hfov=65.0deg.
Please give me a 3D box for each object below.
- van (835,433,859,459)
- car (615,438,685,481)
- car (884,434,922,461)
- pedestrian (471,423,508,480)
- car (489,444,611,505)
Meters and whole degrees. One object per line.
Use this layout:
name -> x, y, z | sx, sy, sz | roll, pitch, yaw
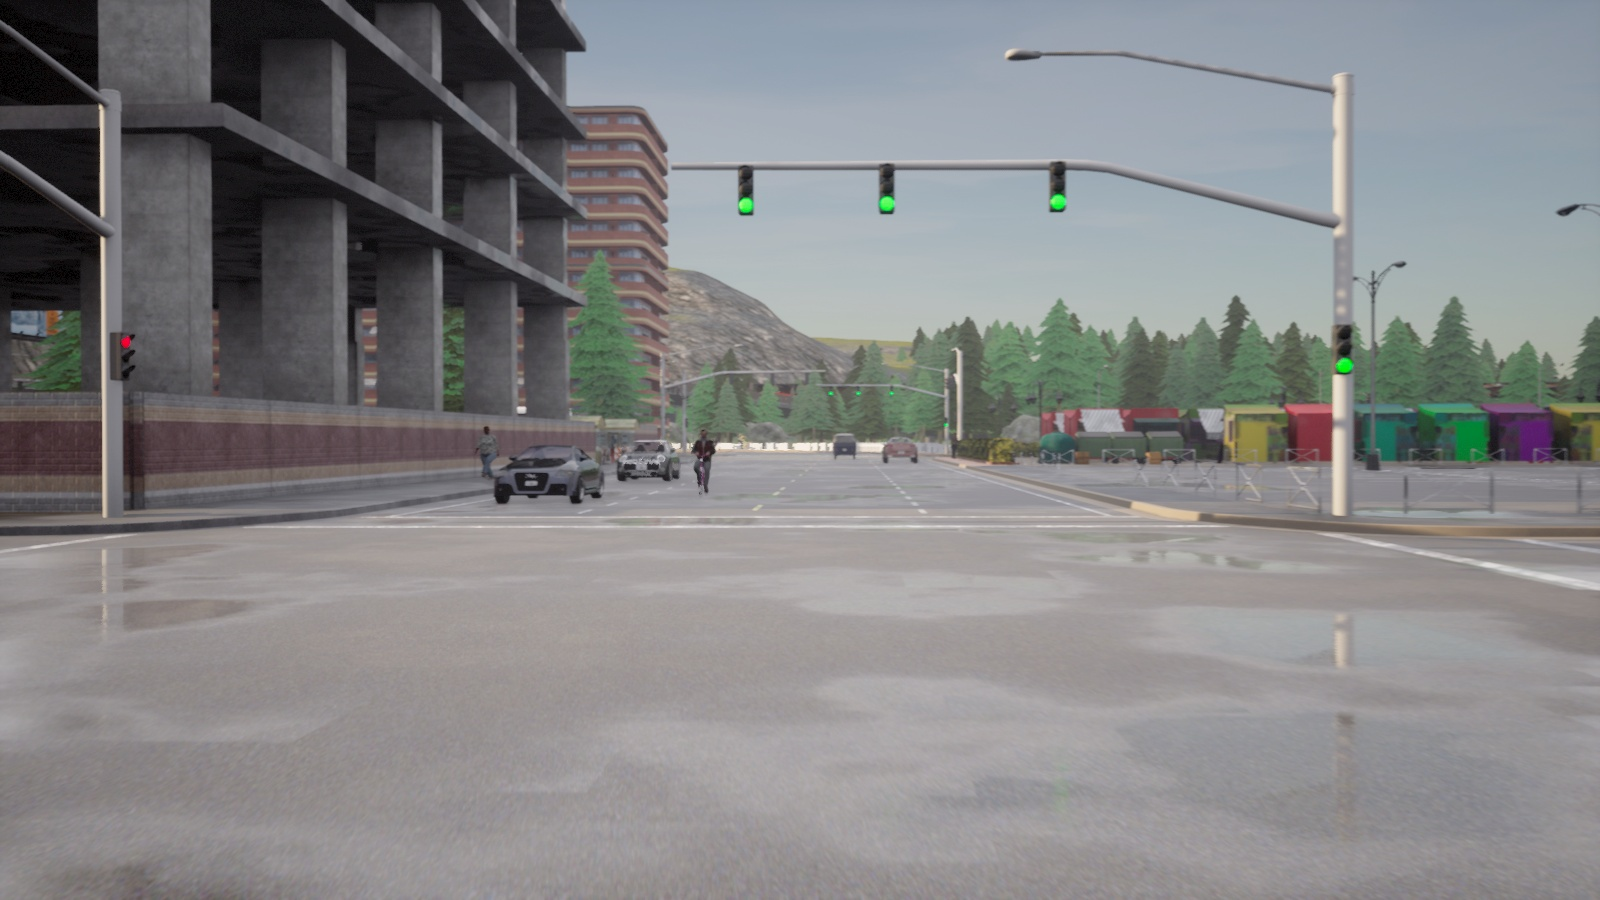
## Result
van -> 3.646, -0.314, 96.731 | 1.775, 1.987, 4.442 | 0, 0, 2
car -> -5.396, 0.314, 45.582 | 1.970, 1.475, 3.806 | 0, 1, 2
car -> 6.456, -0.180, 79.332 | 2.152, 1.651, 5.027 | 0, 1, 2
pedestrian -> -10.154, 0.048, 41.040 | 0.874, 1.855, 0.900 | 0, 1, 11
car -> -5.995, 0.544, 30.588 | 1.994, 1.385, 4.181 | 0, 1, 2
